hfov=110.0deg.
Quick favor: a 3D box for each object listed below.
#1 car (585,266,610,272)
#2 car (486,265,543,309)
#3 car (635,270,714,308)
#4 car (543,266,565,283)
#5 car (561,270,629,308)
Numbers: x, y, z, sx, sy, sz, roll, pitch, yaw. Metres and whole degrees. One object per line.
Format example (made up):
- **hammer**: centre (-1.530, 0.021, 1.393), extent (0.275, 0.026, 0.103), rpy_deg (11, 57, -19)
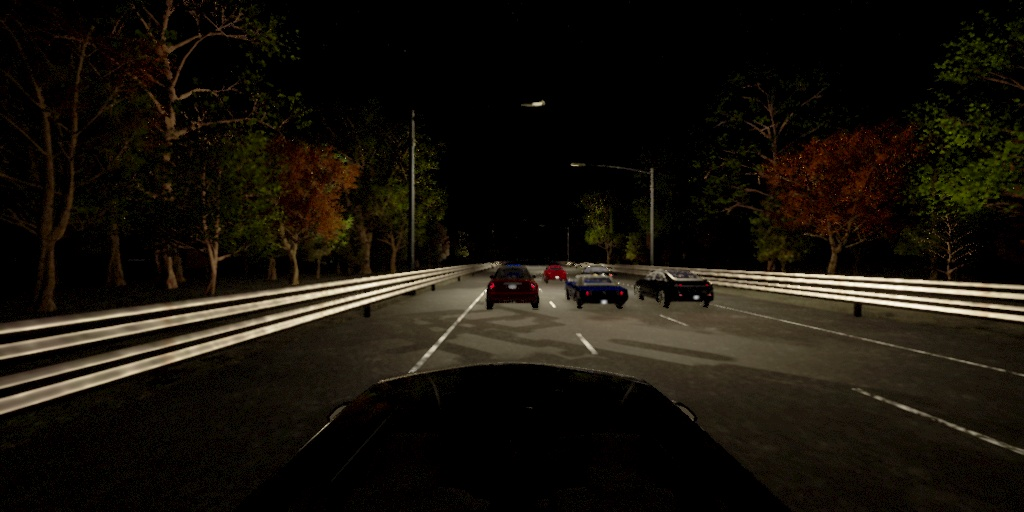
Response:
- **car**: centre (7.174, 1.570, 30.710), extent (2.033, 1.411, 5.357), rpy_deg (0, 0, 1)
- **car**: centre (0.037, 1.235, 15.896), extent (2.097, 1.767, 4.553), rpy_deg (0, -1, 0)
- **car**: centre (7.040, 1.379, 16.080), extent (2.128, 1.511, 4.902), rpy_deg (0, 0, 1)
- **car**: centre (3.683, 1.552, 31.138), extent (1.812, 1.442, 4.674), rpy_deg (0, 0, 1)
- **car**: centre (3.536, 1.486, 15.910), extent (1.895, 1.301, 4.718), rpy_deg (0, 0, 0)
